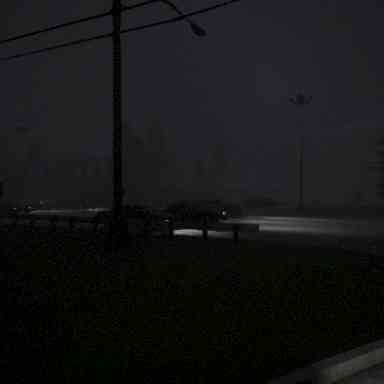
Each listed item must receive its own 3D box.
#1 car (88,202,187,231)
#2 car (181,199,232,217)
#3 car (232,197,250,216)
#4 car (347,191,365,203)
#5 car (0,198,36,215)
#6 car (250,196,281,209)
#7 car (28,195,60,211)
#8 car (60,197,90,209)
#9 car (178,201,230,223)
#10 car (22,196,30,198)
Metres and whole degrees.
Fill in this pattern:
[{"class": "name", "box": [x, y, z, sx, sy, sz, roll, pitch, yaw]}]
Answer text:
[{"class": "car", "box": [-3.305, 1.452, 19.863, 5.357, 1.411, 2.033, 0, 0, 26]}, {"class": "car", "box": [0.223, 1.354, 25.927, 4.902, 1.511, 2.128, 0, 0, 26]}, {"class": "car", "box": [2.105, 1.333, 28.901, 4.902, 1.511, 2.128, 0, 0, 26]}, {"class": "car", "box": [28.004, 0.835, 56.913, 2.150, 2.045, 5.566, 1, 1, 18]}, {"class": "car", "box": [-17.009, 1.490, 30.571, 4.718, 1.301, 1.895, 0, 0, 26]}, {"class": "car", "box": [8.397, 1.265, 40.490, 4.892, 1.490, 1.837, 0, 2, -16]}, {"class": "car", "box": [-18.219, 1.200, 38.985, 4.553, 1.767, 2.097, 0, 0, 26]}, {"class": "car", "box": [-14.878, 1.371, 41.745, 5.357, 1.411, 2.033, 0, 0, 20]}, {"class": "car", "box": [-0.158, 1.483, 22.211, 4.718, 1.301, 1.895, 0, 0, 26]}, {"class": "car", "box": [-20.241, 1.396, 36.081, 4.674, 1.442, 1.812, 0, 0, 26]}]
